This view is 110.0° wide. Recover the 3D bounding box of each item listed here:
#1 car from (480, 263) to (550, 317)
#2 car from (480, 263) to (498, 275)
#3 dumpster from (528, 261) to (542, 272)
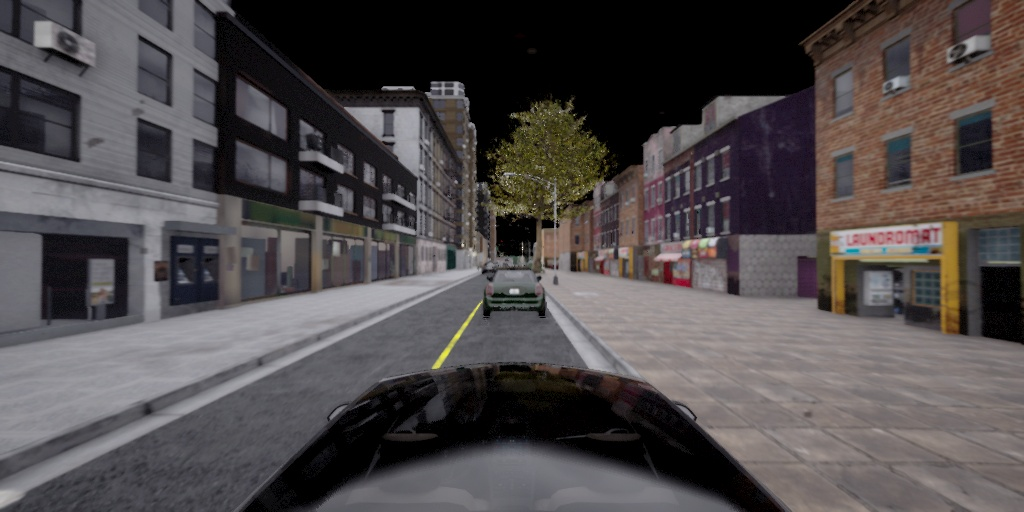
[{"bbox_3d":[0.083,1.147,13.504,2.097,1.767,4.553,0,0,0],"label":"car"},{"bbox_3d":[-2.833,1.586,45.198,1.837,1.490,4.892,0,-1,0],"label":"car"},{"bbox_3d":[3.012,1.499,47.437,1.020,1.700,1.940,0,0,0],"label":"dumpster"}]
